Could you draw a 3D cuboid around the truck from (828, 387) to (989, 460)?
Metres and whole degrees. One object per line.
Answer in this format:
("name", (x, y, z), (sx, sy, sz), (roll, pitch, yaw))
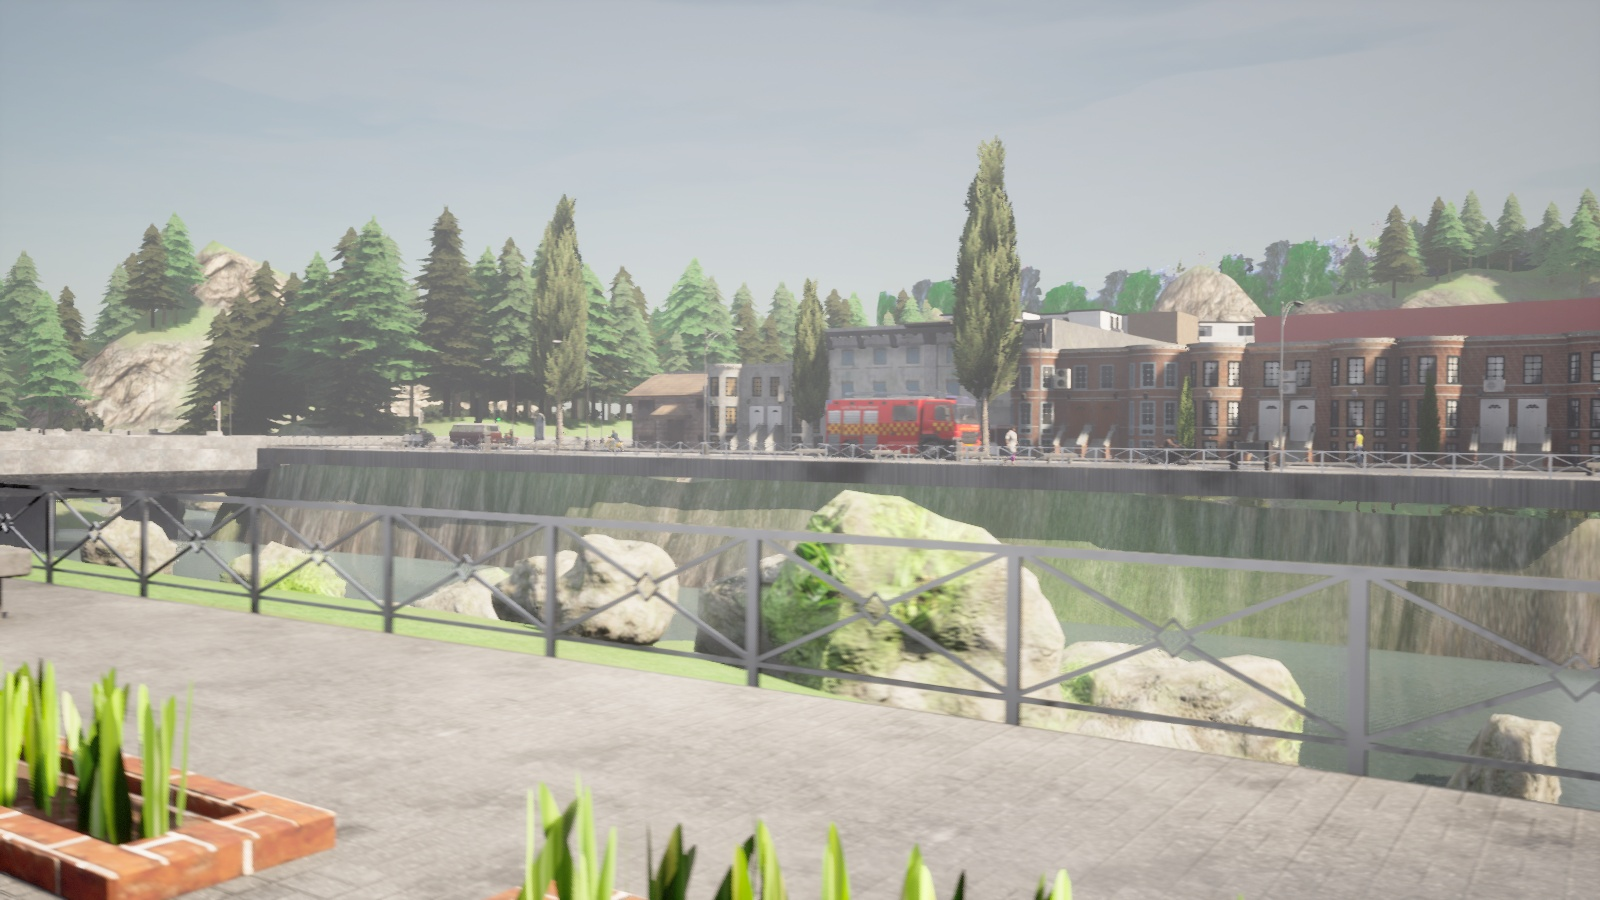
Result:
("truck", (5.921, -1.435, 69.486), (8.468, 3.827, 2.891), (0, 1, 34))

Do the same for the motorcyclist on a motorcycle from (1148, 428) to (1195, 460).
("motorcyclist on a motorcycle", (18.145, -0.289, 61.392), (2.044, 1.523, 0.797), (0, 1, 34))

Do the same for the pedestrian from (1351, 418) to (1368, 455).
("pedestrian", (28.176, -0.677, 63.257), (0.354, 1.836, 0.706), (-1, 1, -41))

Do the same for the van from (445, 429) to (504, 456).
("van", (-24.519, -0.582, 94.514), (4.442, 1.987, 1.775), (0, 1, 34))

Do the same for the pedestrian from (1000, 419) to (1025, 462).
("pedestrian", (9.650, -0.424, 57.022), (0.873, 1.952, 0.659), (0, 1, 40))
